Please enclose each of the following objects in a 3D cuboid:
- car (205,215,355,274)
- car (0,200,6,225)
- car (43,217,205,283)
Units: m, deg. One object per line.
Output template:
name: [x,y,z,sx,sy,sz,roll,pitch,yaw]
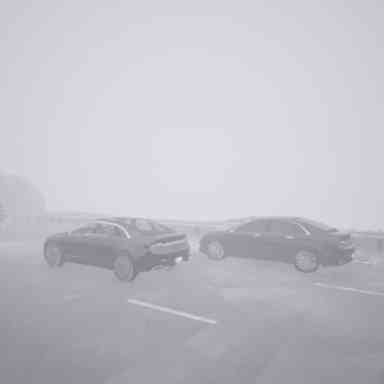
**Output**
car: [2.490,1.507,10.660,4.892,1.490,1.837,0,0,35]
car: [-14.189,1.184,20.959,5.566,2.045,2.150,0,0,29]
car: [-2.343,1.484,9.692,4.902,1.511,2.128,0,0,34]
